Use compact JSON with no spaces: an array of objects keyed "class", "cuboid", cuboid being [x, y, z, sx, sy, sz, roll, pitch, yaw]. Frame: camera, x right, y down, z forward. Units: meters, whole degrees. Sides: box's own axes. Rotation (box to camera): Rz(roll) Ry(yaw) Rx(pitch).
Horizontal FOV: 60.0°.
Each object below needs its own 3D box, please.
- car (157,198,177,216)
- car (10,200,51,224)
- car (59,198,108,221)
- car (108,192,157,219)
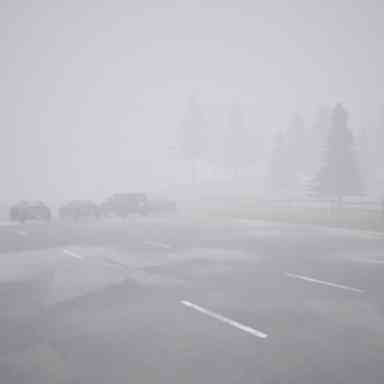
[{"class":"car","cuboid":[-3.272,1.308,30.013,2.128,1.511,4.902,0,0,-39]},{"class":"car","cuboid":[-11.411,1.336,23.379,2.128,1.511,4.902,0,0,-39]},{"class":"car","cuboid":[-8.700,1.327,25.592,2.128,1.511,4.902,0,0,-39]},{"class":"car","cuboid":[-5.520,1.051,27.231,2.150,2.045,5.566,0,0,-39]}]
